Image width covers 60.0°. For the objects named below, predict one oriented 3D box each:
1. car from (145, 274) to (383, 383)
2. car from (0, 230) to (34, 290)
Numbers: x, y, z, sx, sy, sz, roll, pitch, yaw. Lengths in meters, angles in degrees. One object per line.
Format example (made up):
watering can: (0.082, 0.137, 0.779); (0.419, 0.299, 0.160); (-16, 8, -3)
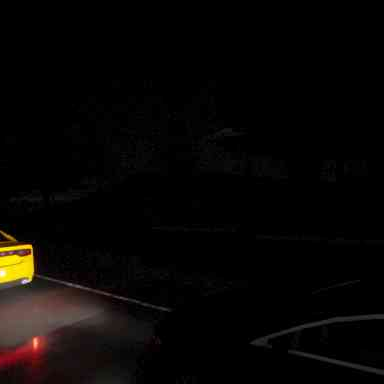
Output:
car: (1.767, 1.492, 2.747); (4.902, 1.511, 2.128); (0, 0, 35)
car: (-5.831, 1.469, 8.000); (5.008, 1.535, 1.882); (0, 0, 35)
